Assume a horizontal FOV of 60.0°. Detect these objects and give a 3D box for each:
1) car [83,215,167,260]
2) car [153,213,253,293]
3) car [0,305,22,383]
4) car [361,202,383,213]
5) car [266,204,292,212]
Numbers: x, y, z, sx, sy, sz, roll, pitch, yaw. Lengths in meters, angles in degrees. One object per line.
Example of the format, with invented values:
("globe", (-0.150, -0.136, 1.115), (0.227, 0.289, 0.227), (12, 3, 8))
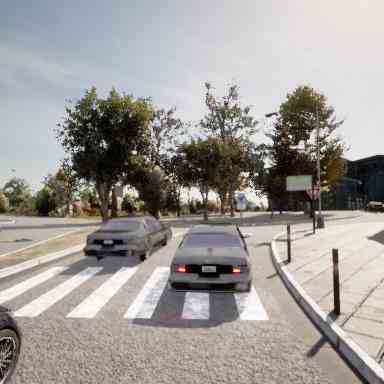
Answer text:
("car", (-2.153, 1.587, 12.577), (2.033, 1.411, 5.357), (-1, 0, 9))
("car", (0.599, 1.543, 8.979), (2.033, 1.411, 5.357), (-1, 0, 6))
("car", (-3.067, 1.529, 2.214), (1.812, 1.442, 4.674), (0, 0, 1))
("car", (25.912, 2.230, 47.795), (1.837, 1.490, 4.892), (0, -2, 12))
("car", (19.210, 3.633, 73.497), (5.566, 2.045, 2.150), (-4, -6, 41))
